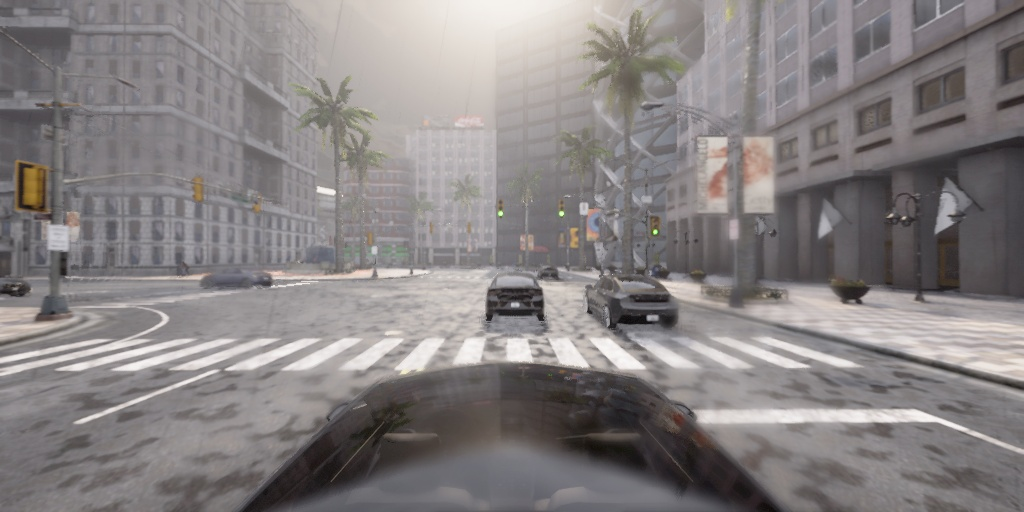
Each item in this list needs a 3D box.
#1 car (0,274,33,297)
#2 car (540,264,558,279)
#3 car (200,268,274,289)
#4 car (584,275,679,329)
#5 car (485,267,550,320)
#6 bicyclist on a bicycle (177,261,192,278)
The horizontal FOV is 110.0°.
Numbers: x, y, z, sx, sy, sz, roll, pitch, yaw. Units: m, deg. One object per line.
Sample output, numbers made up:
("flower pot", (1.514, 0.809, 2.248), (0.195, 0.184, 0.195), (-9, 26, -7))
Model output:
("car", (-27.164, 1.394, 17.850), (4.892, 1.490, 1.837), (0, -1, 0))
("car", (3.595, 1.560, 36.560), (1.837, 1.490, 4.892), (0, 0, 0))
("car", (-19.000, 1.516, 24.868), (4.181, 1.385, 1.994), (0, -1, 2))
("car", (3.597, 1.343, 11.569), (1.837, 1.490, 4.892), (0, 0, 0))
("car", (0.097, 1.327, 13.125), (1.882, 1.535, 5.008), (0, -1, 0))
("bicyclist on a bicycle", (-32.683, 1.347, 35.818), (0.582, 1.620, 1.656), (0, 0, 0))
